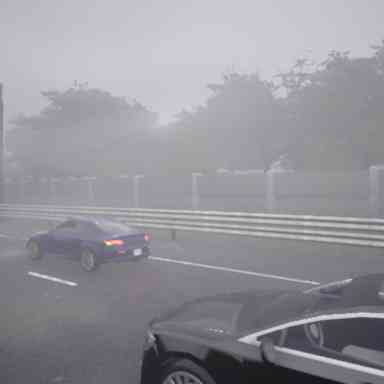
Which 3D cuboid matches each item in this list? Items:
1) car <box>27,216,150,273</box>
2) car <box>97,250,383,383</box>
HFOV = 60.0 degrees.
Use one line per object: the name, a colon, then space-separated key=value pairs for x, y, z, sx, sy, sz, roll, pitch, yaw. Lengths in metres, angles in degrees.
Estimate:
car: x=-3.374 y=1.495 z=10.596 sx=4.674 sy=1.442 sz=1.812 roll=0 pitch=0 yaw=36
car: x=1.683 y=1.491 z=2.774 sx=4.902 sy=1.511 sz=2.128 roll=0 pitch=0 yaw=36
